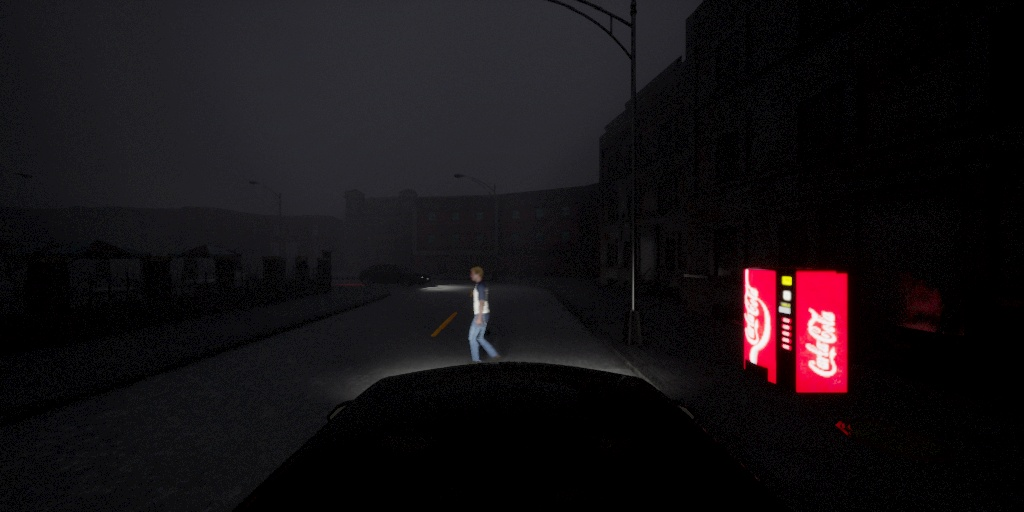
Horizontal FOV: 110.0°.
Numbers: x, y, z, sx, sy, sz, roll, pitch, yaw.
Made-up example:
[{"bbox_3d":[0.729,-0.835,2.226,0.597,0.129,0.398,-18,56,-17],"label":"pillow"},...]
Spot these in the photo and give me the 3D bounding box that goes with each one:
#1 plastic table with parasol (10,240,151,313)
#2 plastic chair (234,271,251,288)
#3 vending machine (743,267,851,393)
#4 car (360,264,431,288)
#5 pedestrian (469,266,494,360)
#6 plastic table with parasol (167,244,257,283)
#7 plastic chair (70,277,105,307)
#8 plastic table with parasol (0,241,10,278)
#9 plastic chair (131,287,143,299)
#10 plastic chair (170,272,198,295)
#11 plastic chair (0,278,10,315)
[{"bbox_3d":[-13.057,0.735,11.231,2.482,2.480,2.482,0,0,-40],"label":"plastic table with parasol"},{"bbox_3d":[-12.023,1.338,15.482,0.730,1.272,0.750,0,0,0],"label":"plastic chair"},{"bbox_3d":[4.299,1.165,5.512,1.100,2.100,0.880,0,0,0],"label":"vending machine"},{"bbox_3d":[-7.707,1.256,23.755,4.892,1.490,1.837,0,-2,18],"label":"car"},{"bbox_3d":[-0.573,1.043,6.456,0.375,1.860,0.375,0,0,0],"label":"pedestrian"},{"bbox_3d":[-13.276,0.734,15.581,2.482,2.480,2.482,0,0,0],"label":"plastic table with parasol"},{"bbox_3d":[-12.326,1.339,10.232,0.750,1.272,0.730,0,0,-40],"label":"plastic chair"},{"bbox_3d":[-16.925,0.703,13.178,2.482,2.480,2.482,0,0,-40],"label":"plastic table with parasol"},{"bbox_3d":[-12.036,1.339,11.967,0.730,1.272,0.750,0,0,-40],"label":"plastic chair"},{"bbox_3d":[-13.360,1.338,14.339,0.750,1.272,0.730,0,0,0],"label":"plastic chair"},{"bbox_3d":[-14.032,1.339,10.331,0.730,1.272,0.750,0,0,-35],"label":"plastic chair"}]
